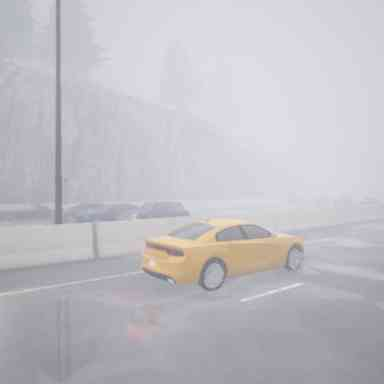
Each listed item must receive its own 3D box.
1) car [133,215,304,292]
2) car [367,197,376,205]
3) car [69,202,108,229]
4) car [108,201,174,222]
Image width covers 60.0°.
[{"bbox_3d":[1.063,1.470,9.087,5.008,1.535,1.882,0,0,-38],"label":"car"},{"bbox_3d":[26.571,1.422,49.656,2.033,1.411,5.357,0,0,38],"label":"car"},{"bbox_3d":[-5.220,1.485,22.181,5.008,1.535,1.882,0,0,-39],"label":"car"},{"bbox_3d":[-2.305,1.350,20.057,4.553,1.767,2.097,0,0,-39],"label":"car"}]
